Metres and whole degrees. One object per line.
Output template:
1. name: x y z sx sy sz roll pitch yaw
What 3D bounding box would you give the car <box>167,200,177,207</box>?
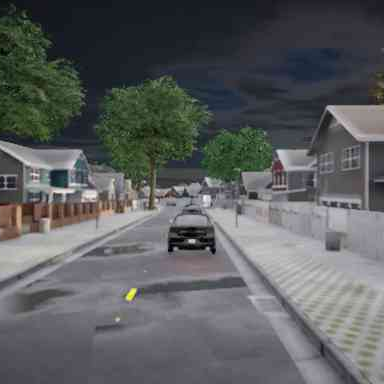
1. car: -4.371 2.460 70.652 1.994 1.385 4.181 0 -1 -7

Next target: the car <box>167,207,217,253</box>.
1. car: 0.000 1.625 14.432 1.882 1.535 5.008 0 0 0

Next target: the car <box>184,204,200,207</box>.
1. car: -0.007 1.827 29.285 1.837 1.490 4.892 0 0 0
